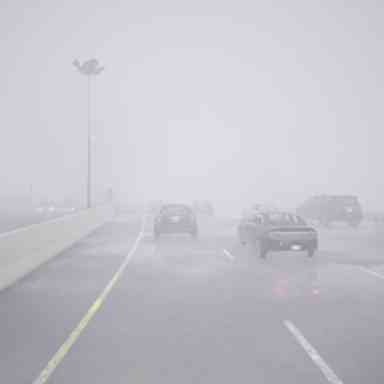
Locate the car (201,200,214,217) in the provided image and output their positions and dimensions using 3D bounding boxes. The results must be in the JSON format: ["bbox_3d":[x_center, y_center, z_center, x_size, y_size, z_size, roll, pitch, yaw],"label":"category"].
[{"bbox_3d":[0.724,1.472,31.169,2.128,1.511,4.902,0,0,-10],"label":"car"}]

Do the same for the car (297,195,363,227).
[{"bbox_3d":[9.101,1.189,22.502,2.150,2.045,5.566,0,0,-7],"label":"car"}]

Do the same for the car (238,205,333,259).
[{"bbox_3d":[3.015,1.478,12.569,2.128,1.511,4.902,0,0,-4],"label":"car"}]

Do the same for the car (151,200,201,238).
[{"bbox_3d":[-0.957,1.343,17.787,2.097,1.767,4.553,0,0,-5],"label":"car"}]

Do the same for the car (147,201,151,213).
[{"bbox_3d":[-3.879,1.534,36.802,2.033,1.411,5.357,0,0,-12],"label":"car"}]
